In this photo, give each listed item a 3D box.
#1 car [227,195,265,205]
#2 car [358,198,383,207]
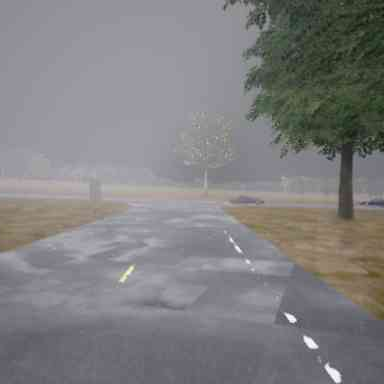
[{"bbox_3d":[7.946,1.185,49.094,5.357,1.411,2.033,2,1,1],"label":"car"},{"bbox_3d":[30.382,1.763,55.616,5.008,1.535,1.882,0,1,1],"label":"car"}]
